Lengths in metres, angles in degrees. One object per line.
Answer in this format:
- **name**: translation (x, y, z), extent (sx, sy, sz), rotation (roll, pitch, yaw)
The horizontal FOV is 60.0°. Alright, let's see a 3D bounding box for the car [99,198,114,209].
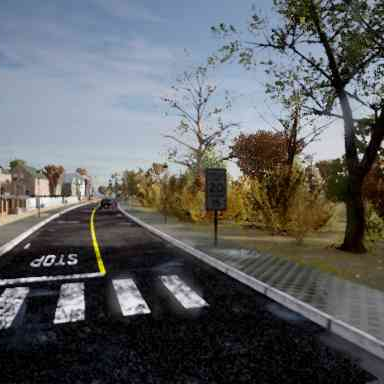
- **car**: translation (-12.142, 1.651, 47.229), extent (1.837, 1.490, 4.892), rotation (0, -1, -14)

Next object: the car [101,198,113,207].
- **car**: translation (-14.507, 1.729, 56.935), extent (1.812, 1.442, 4.674), rotation (0, 0, -13)
